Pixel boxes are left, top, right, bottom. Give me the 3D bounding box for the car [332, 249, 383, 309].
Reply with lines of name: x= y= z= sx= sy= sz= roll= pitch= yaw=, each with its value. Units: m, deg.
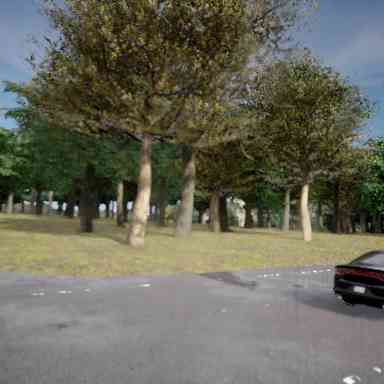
car: x=5.917 y=2.277 z=8.952 sx=5.008 sy=1.535 sz=1.882 roll=5 pitch=-6 yaw=-32
